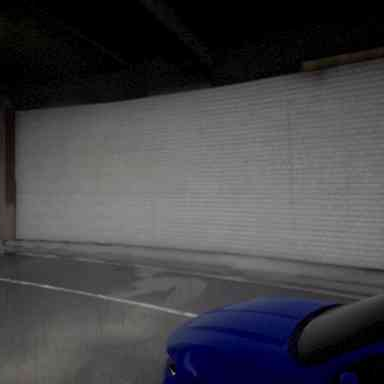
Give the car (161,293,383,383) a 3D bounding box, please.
[{"bbox_3d":[2.006,1.445,2.269,5.008,1.535,1.882,0,0,36],"label":"car"}]
